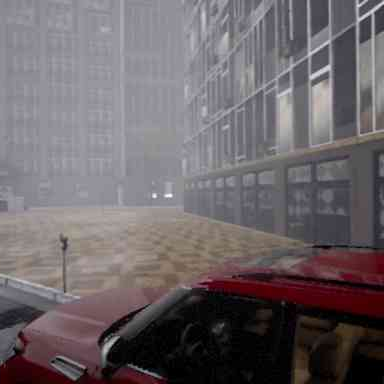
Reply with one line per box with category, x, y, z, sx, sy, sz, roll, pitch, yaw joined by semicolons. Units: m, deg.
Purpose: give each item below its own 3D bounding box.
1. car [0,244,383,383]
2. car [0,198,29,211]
car;0.762;1.316;2.185;5.009;1.841;2.192;0;-1;35
car;-19.407;1.431;34.051;4.892;1.490;1.837;-1;0;-14
